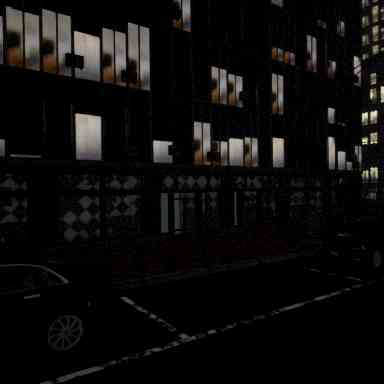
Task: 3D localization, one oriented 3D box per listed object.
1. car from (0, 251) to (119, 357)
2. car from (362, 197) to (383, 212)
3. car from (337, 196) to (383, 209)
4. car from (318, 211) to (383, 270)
[{"bbox_3d":[-3.189,1.551,4.427,4.403,1.369,2.008,0,-1,-35],"label":"car"},{"bbox_3d":[18.077,1.442,34.354,1.994,1.385,4.181,-1,1,-35],"label":"car"},{"bbox_3d":[20.577,1.274,40.861,1.752,1.417,4.829,-1,1,-35],"label":"car"},{"bbox_3d":[5.986,1.541,11.006,4.507,1.381,1.887,0,-1,-35],"label":"car"}]
